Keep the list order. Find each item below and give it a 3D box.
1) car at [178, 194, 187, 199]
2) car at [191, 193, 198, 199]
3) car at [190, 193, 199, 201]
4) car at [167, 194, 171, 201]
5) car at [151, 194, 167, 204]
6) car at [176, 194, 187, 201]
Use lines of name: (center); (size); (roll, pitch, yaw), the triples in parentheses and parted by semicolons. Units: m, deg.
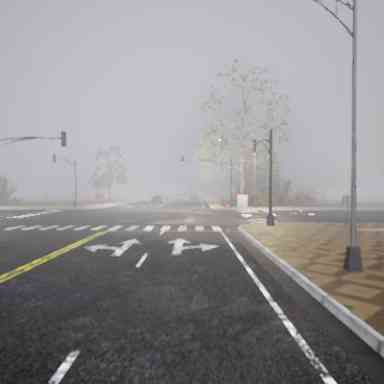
car: (-2.496, 1.167, 89.244); (2.033, 1.411, 5.357); (0, 0, 1)
car: (0.753, 1.106, 89.188); (1.882, 1.535, 5.008); (0, 0, 1)
car: (0.581, 1.122, 79.124); (2.097, 1.767, 4.553); (0, 0, 1)
car: (-5.972, 1.306, 76.091); (2.128, 1.511, 4.902); (0, 0, 1)
car: (-6.266, 1.313, 60.622); (1.882, 1.535, 5.008); (0, 0, 1)
car: (-2.667, 1.361, 79.274); (1.895, 1.301, 4.718); (0, 0, 1)
